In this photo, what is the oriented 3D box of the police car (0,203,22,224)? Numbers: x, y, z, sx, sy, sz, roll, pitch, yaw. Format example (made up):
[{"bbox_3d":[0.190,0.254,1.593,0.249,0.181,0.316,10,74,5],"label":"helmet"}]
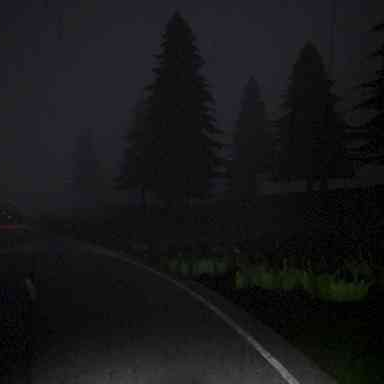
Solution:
[{"bbox_3d":[-15.506,1.755,27.508,1.930,1.638,5.238,-1,0,-38],"label":"police car"}]
